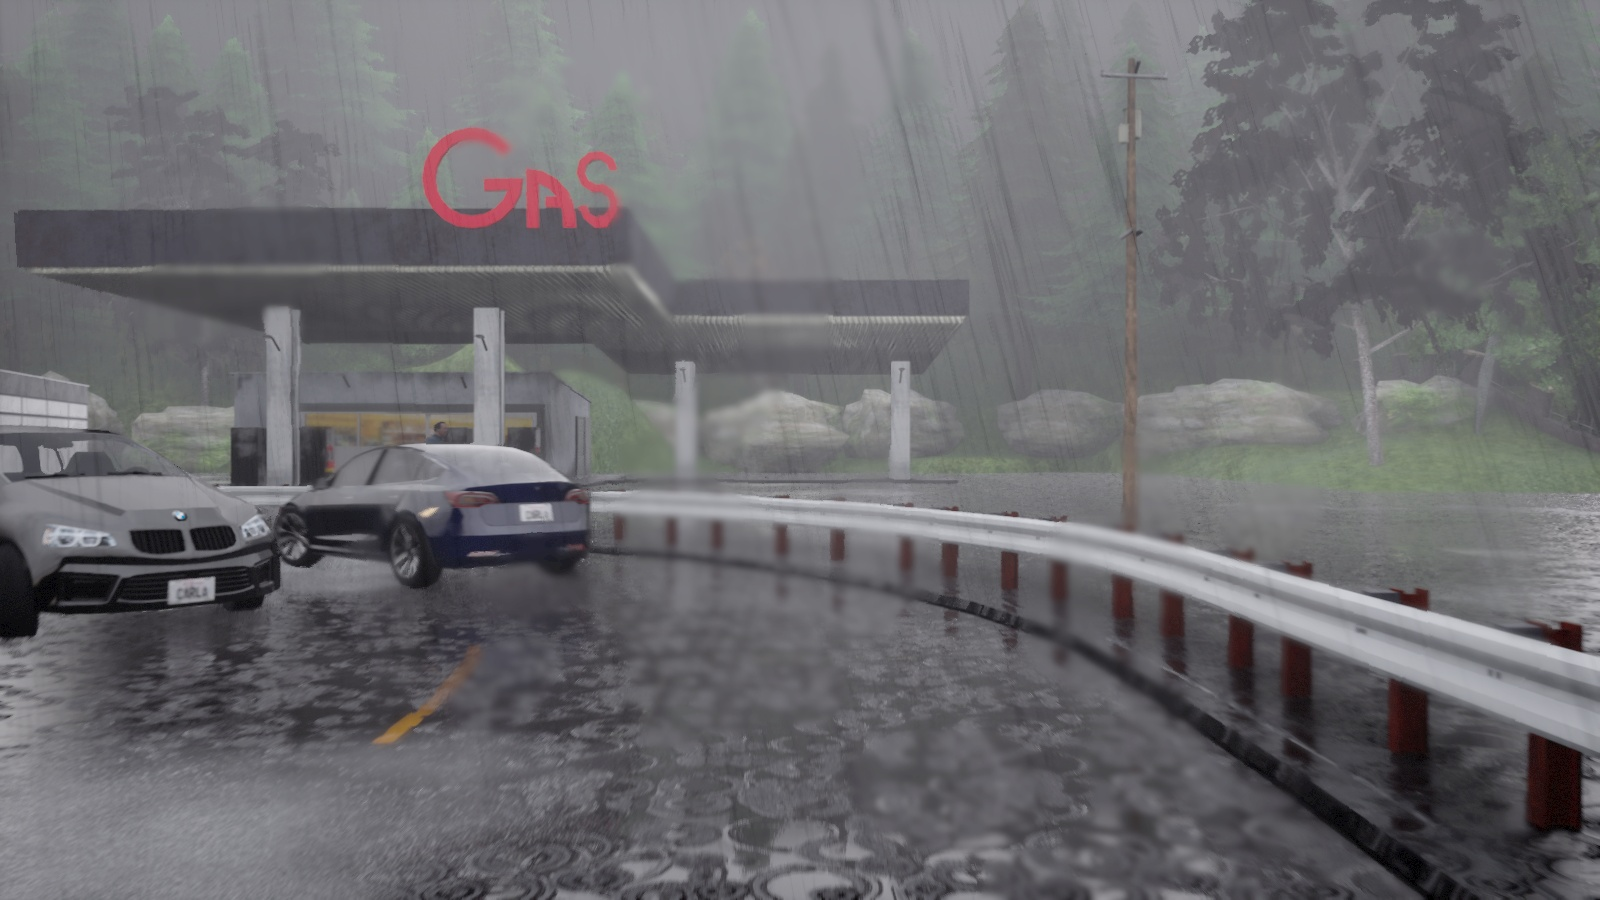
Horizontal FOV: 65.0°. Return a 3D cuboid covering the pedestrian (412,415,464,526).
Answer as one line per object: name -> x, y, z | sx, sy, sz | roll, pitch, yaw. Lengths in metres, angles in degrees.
pedestrian -> -6.087, 0.333, 21.121 | 0.726, 1.842, 0.402 | 0, 0, 13

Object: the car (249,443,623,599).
car -> -4.339, 0.663, 14.474 | 2.163, 1.488, 4.792 | 0, 0, -44

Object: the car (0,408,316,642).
car -> -6.702, 0.524, 11.127 | 4.611, 1.667, 2.242 | 0, 0, 33
